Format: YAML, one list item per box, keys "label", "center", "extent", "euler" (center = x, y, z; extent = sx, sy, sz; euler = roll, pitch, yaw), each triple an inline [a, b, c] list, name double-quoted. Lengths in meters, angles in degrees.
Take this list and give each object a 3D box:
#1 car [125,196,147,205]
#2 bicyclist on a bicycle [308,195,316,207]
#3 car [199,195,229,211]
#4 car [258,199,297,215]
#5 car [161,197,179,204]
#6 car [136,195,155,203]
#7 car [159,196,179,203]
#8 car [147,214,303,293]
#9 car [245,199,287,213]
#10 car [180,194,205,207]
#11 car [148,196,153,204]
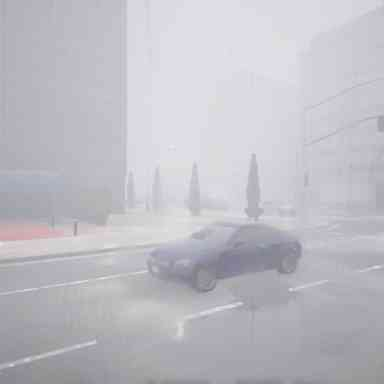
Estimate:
- label: "car"
  center: [-10.079, 1.601, 58.347]
  extent: [1.895, 1.301, 4.718]
  euler: [0, 0, -34]
- label: "bicyclist on a bicycle"
  center: [16.836, 1.301, 46.676]
  extent: [1.656, 1.620, 0.582]
  euler: [0, 0, -35]
- label: "car"
  center: [2.429, 1.490, 40.274]
  extent: [2.128, 1.511, 4.902]
  euler: [0, 0, -35]
- label: "car"
  center: [7.971, 1.526, 32.309]
  extent: [1.812, 1.442, 4.674]
  euler: [0, 0, -35]
- label: "car"
  center: [-4.181, 1.547, 62.372]
  extent: [2.033, 1.411, 5.357]
  euler: [0, 0, -35]
- label: "car"
  center: [-9.898, 1.520, 70.399]
  extent: [2.128, 1.511, 4.902]
  euler: [0, 0, -35]
- label: "car"
  center: [-4.882, 1.601, 69.477]
  extent: [1.895, 1.301, 4.718]
  euler: [0, 0, -35]
- label: "car"
  center: [1.071, 1.526, 8.992]
  extent: [4.674, 1.442, 1.812]
  euler: [0, 0, -35]
- label: "car"
  center: [8.371, 1.526, 37.853]
  extent: [1.812, 1.442, 4.674]
  euler: [0, 0, -35]
- label: "car"
  center: [0.989, 1.222, 48.481]
  extent: [2.150, 2.045, 5.566]
  euler: [0, 0, -34]
- label: "car"
  center: [-9.598, 1.586, 63.855]
  extent: [1.994, 1.385, 4.181]
  euler: [0, 0, -35]
